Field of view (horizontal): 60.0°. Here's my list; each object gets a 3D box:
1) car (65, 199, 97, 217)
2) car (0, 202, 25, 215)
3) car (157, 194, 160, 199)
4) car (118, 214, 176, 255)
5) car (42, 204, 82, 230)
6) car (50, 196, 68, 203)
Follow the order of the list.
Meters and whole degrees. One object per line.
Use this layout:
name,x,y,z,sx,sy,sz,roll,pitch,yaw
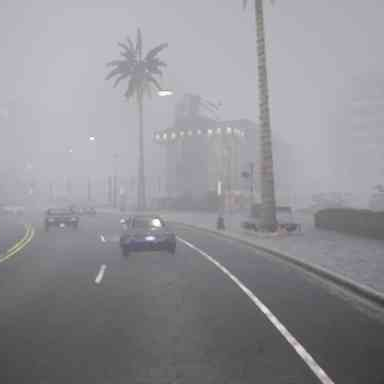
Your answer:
car,-10.744,1.643,31.218,2.033,1.411,5.357,0,0,-39
car,-19.583,1.726,35.093,4.718,1.301,1.895,0,0,41
car,-6.057,1.585,66.920,4.674,1.452,2.002,0,0,28
car,-1.942,1.599,13.560,1.994,1.385,4.181,0,0,-14
car,-8.644,1.670,21.600,1.895,1.301,4.718,0,0,-27
car,-26.219,1.461,64.788,4.553,1.767,2.185,0,0,28
